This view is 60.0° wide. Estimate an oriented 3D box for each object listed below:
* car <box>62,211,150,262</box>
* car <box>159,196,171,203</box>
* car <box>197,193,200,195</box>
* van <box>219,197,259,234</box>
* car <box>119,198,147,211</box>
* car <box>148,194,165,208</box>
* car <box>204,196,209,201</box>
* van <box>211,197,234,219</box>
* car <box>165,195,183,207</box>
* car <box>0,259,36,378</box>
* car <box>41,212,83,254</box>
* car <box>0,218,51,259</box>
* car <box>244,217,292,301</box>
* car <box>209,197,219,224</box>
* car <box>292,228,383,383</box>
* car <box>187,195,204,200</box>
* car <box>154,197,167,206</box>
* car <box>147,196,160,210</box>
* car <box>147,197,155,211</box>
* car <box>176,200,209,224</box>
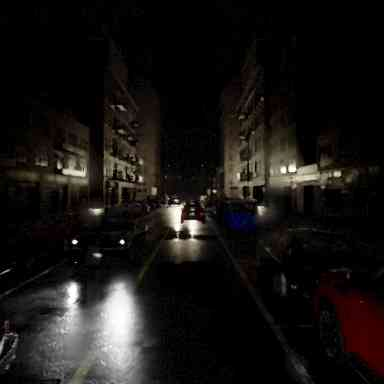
[{"bbox_3d":[-2.836,1.601,12.234,1.895,1.301,4.718,0,0,0],"label":"car"},{"bbox_3d":[-5.394,1.549,67.589,2.008,1.369,4.403,0,0,0],"label":"car"},{"bbox_3d":[2.635,1.550,72.996,2.008,1.369,4.403,0,0,0],"label":"car"},{"bbox_3d":[2.689,1.341,18.934,1.690,1.788,3.998,0,0,0],"label":"van"},{"bbox_3d":[-5.401,1.525,29.576,1.752,1.417,4.829,0,0,0],"label":"car"},{"bbox_3d":[-5.398,1.314,45.964,2.192,1.841,5.009,0,0,0],"label":"car"},{"bbox_3d":[2.662,1.524,46.135,1.752,1.417,4.829,0,0,0],"label":"car"},{"bbox_3d":[2.678,1.341,29.747,1.690,1.788,3.998,0,0,0],"label":"van"},{"bbox_3d":[-2.821,1.546,52.837,2.033,1.411,5.357,0,0,0],"label":"car"},{"bbox_3d":[-2.854,1.548,1.368,2.033,1.411,5.357,0,0,0],"label":"car"},{"bbox_3d":[-5.404,1.545,13.526,1.887,1.381,4.507,0,0,0],"label":"car"},{"bbox_3d":[-5.405,1.566,8.120,1.947,1.339,4.313,0,0,0],"label":"car"},{"bbox_3d":[2.700,1.551,8.122,2.008,1.369,4.403,0,0,0],"label":"car"},{"bbox_3d":[2.683,1.315,24.341,2.192,1.841,5.009,0,0,0],"label":"car"},{"bbox_3d":[2.705,1.315,2.715,2.192,1.841,5.009,0,0,0],"label":"car"},{"bbox_3d":[0.079,1.490,43.917,2.128,1.511,4.902,0,0,0],"label":"car"},{"bbox_3d":[-5.396,1.580,56.776,1.802,1.307,4.206,0,0,0],"label":"car"},{"bbox_3d":[-5.399,1.565,40.557,1.947,1.339,4.313,0,0,0],"label":"car"},{"bbox_3d":[-5.400,1.550,35.151,2.008,1.369,4.403,0,0,0],"label":"car"},{"bbox_3d":[0.066,1.548,25.058,2.033,1.411,5.357,0,0,0],"label":"car"}]
